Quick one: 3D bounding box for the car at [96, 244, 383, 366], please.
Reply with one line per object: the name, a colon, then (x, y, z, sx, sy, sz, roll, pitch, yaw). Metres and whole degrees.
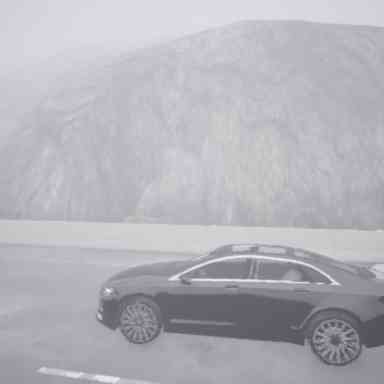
car: (0.812, 1.674, 5.755, 4.902, 1.511, 2.128, 0, -2, 12)
